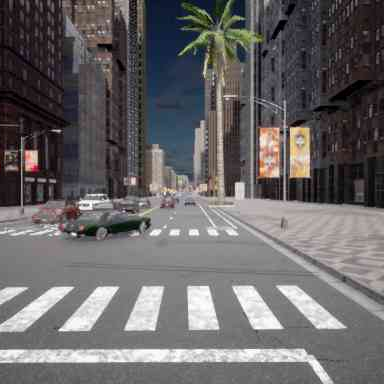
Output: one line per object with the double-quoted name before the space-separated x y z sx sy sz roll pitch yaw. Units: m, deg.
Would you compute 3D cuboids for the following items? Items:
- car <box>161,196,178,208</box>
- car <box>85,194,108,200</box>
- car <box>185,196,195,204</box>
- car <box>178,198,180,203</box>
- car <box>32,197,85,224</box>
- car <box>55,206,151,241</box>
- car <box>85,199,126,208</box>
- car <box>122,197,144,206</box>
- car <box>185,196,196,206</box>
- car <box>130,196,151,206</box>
"car" -3.422 1.549 47.638 1.812 1.442 4.674 0 0 0
"car" -10.043 1.231 34.257 2.150 2.045 5.566 0 0 0
"car" -0.381 1.539 66.547 1.882 1.535 5.008 0 0 0
"car" -3.559 1.593 69.199 1.812 1.442 4.674 0 0 0
"car" -9.987 1.357 24.770 2.097 1.767 4.553 0 0 0
"car" -4.169 1.603 16.847 1.895 1.301 4.718 0 0 32
"car" -6.742 1.531 26.179 1.812 1.442 4.674 0 0 0
"car" -6.802 1.558 35.850 2.033 1.411 5.357 0 0 0
"car" -0.321 1.586 56.124 2.033 1.411 5.357 0 0 0
"car" -6.852 1.513 46.146 2.128 1.511 4.902 0 0 0
